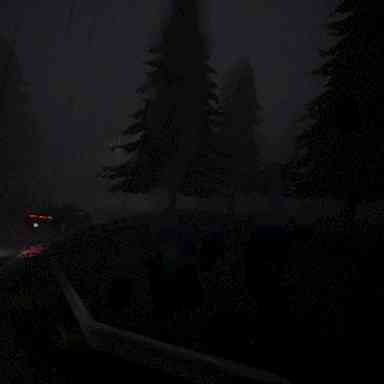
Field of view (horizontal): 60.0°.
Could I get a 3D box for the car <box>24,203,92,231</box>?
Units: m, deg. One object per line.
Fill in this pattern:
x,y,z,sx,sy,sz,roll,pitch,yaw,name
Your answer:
-7.393,1.390,18.930,1.837,1.490,4.892,5,1,9,car
